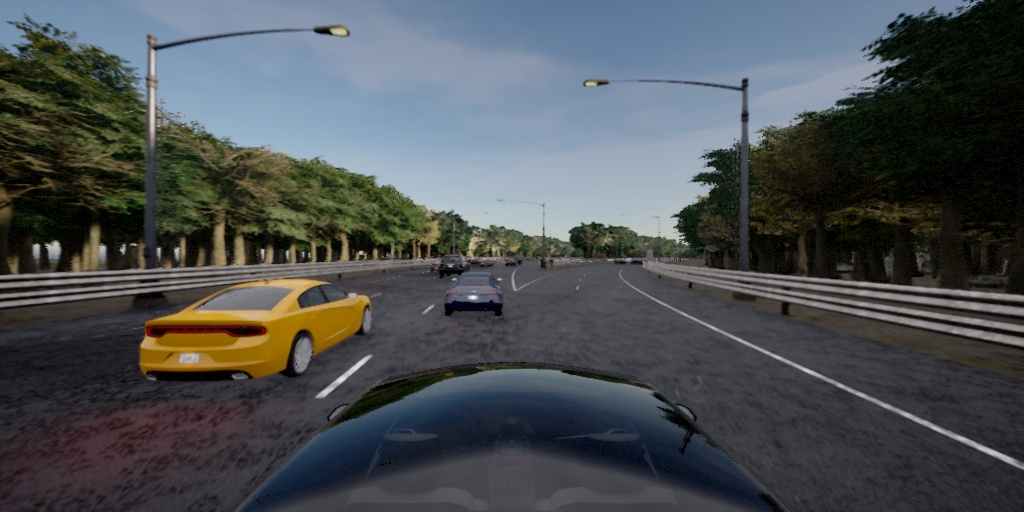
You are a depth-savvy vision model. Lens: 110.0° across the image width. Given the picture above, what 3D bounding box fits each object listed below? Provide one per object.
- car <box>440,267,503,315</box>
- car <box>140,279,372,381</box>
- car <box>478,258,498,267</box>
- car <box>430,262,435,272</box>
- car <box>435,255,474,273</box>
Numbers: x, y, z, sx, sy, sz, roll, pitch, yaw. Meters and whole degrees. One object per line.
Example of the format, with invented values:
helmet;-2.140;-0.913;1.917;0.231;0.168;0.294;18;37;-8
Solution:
car;-1.329;1.303;13.529;1.994;1.385;4.181;0;0;-2
car;-4.439;1.201;7.261;1.882;1.535;5.008;0;0;-3
car;-4.057;1.273;60.596;1.895;1.301;4.718;0;0;4
car;-8.428;1.194;42.947;1.812;1.442;4.674;0;0;2
car;-5.062;0.921;32.310;2.150;2.045;5.566;0;0;0
